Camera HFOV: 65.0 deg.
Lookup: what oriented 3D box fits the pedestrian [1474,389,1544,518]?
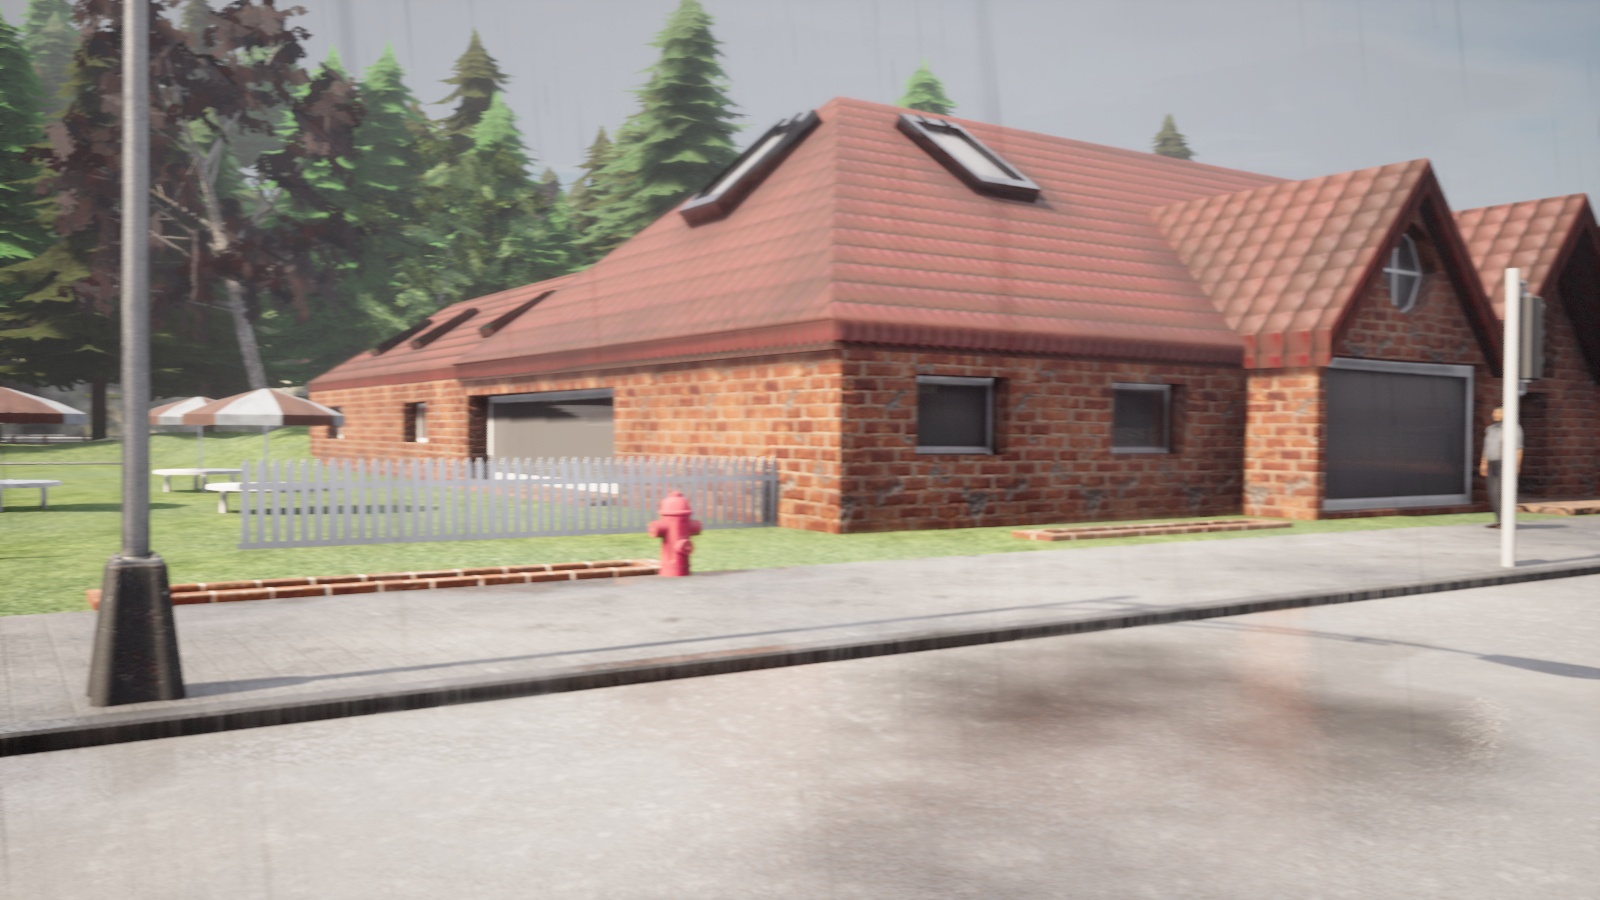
[{"bbox_3d":[10.304,0.045,18.264,0.694,1.848,0.540,-1,1,-10],"label":"pedestrian"}]
